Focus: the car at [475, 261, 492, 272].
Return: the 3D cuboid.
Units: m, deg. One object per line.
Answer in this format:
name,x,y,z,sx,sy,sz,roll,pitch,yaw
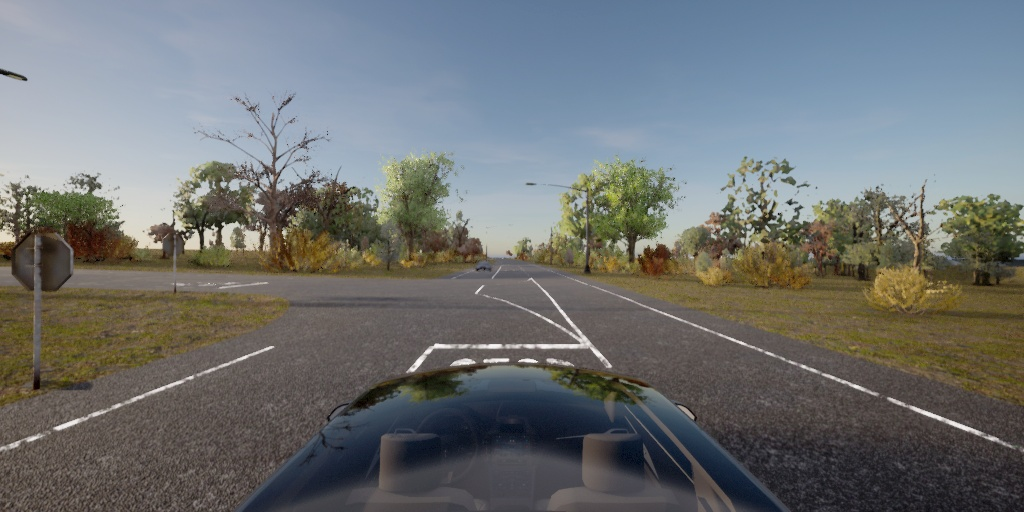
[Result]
car,-3.584,1.327,45.981,1.994,1.385,4.181,0,0,0
